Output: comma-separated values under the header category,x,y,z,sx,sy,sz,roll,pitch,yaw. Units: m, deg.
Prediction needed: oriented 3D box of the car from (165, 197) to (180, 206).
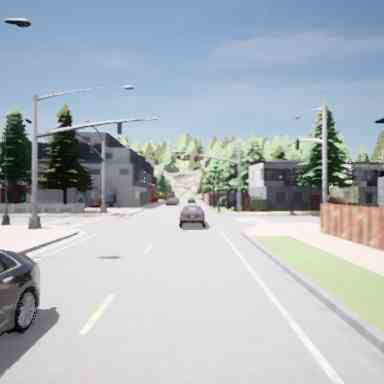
category,x,y,z,sx,sy,sz,roll,pitch,yaw
car,-3.635,1.832,59.182,1.994,1.385,4.181,0,0,0

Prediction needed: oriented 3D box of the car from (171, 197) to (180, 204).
category,x,y,z,sx,sy,sz,roll,pitch,yaw
car,-3.617,1.856,74.724,1.812,1.442,4.674,0,0,0

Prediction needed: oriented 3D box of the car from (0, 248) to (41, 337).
category,x,y,z,sx,sy,sz,roll,pitch,yaw
car,-3.592,1.523,4.034,1.837,1.490,4.892,0,0,0

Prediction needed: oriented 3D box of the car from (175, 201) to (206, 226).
category,x,y,z,sx,sy,sz,roll,pitch,yaw
car,0.025,1.654,24.071,2.033,1.411,5.357,0,0,0

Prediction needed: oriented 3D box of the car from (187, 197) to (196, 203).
category,x,y,z,sx,sy,sz,roll,pitch,yaw
car,-0.130,1.898,82.759,2.033,1.411,5.357,0,0,0

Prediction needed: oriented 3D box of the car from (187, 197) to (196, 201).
category,x,y,z,sx,sy,sz,roll,pitch,yaw
car,-0.114,1.923,72.492,1.895,1.301,4.718,0,0,0
